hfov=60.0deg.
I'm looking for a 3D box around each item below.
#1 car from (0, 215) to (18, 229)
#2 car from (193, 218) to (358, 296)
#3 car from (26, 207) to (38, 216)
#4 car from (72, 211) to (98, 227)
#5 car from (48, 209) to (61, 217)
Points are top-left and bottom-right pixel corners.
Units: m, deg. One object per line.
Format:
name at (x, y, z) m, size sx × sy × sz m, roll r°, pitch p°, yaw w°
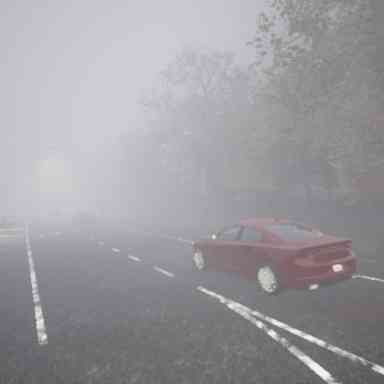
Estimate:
car at (-21.578, 3.442, 39.175) m, size 1.812 × 1.442 × 4.674 m, roll -4°, pitch -1°, yaw -27°
car at (1.742, 1.445, 8.747) m, size 1.882 × 1.535 × 5.008 m, roll -4°, pitch -1°, yaw -27°
car at (-38.728, 4.766, 80.652) m, size 2.150 × 2.045 × 5.566 m, roll -4°, pitch -1°, yaw -24°
car at (-10.951, 2.669, 33.777) m, size 2.033 × 1.411 × 5.357 m, roll -4°, pitch -1°, yaw -27°
car at (-27.098, 4.084, 65.574) m, size 1.837 × 1.490 × 4.892 m, roll -4°, pitch -1°, yaw -27°
